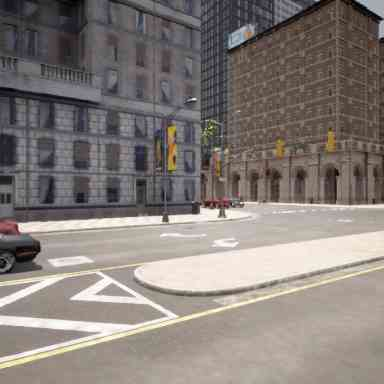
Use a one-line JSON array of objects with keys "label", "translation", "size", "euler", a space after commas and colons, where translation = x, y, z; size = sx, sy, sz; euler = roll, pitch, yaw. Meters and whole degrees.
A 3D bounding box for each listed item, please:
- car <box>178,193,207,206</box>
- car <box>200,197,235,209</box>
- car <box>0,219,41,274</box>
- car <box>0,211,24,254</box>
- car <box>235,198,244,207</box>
[{"label": "car", "translation": [-0.024, 1.221, 57.104], "size": [2.150, 2.045, 5.566], "euler": [0, 0, -34]}, {"label": "car", "translation": [3.189, 1.478, 46.375], "size": [1.882, 1.535, 5.008], "euler": [0, 0, -35]}, {"label": "car", "translation": [-6.789, 1.601, 9.005], "size": [4.718, 1.301, 1.895], "euler": [0, 0, -35]}, {"label": "car", "translation": [-8.739, 1.526, 11.907], "size": [4.674, 1.442, 1.812], "euler": [0, 0, -35]}, {"label": "car", "translation": [5.618, 1.491, 49.006], "size": [2.128, 1.511, 4.902], "euler": [0, 0, -35]}]
